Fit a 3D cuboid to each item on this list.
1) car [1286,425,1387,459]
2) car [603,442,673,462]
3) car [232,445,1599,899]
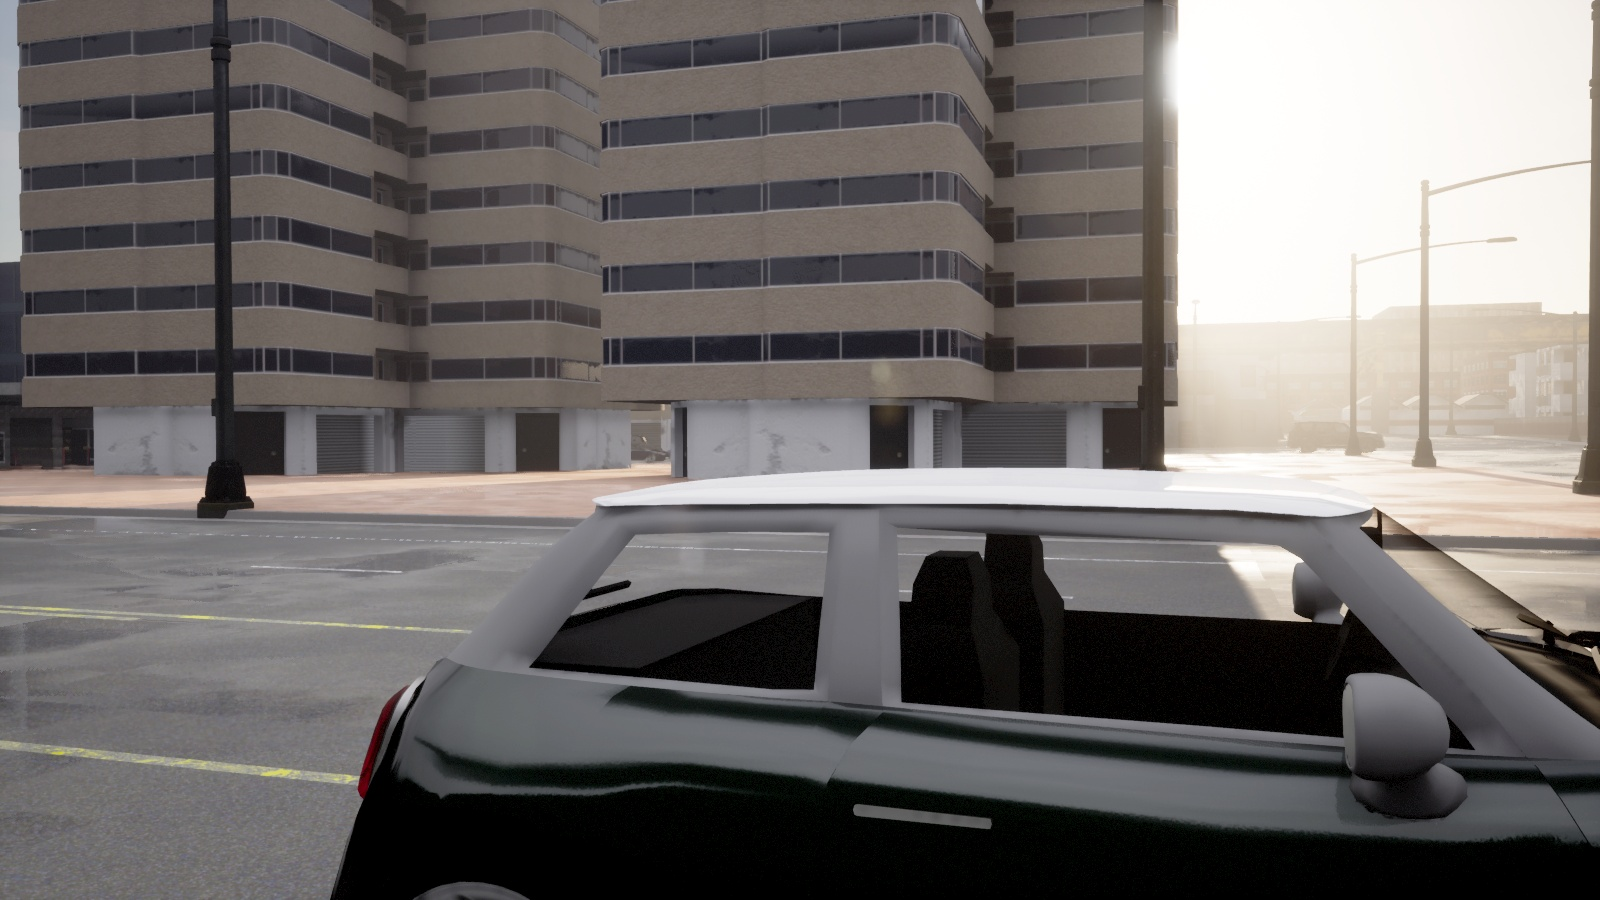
[{"bbox_3d":[32.983,-0.525,77.356,5.566,2.045,2.150,0,1,20],"label":"car"},{"bbox_3d":[-12.252,0.115,94.848,4.792,1.488,2.163,0,1,17],"label":"car"},{"bbox_3d":[0.941,0.749,2.925,3.806,1.475,1.970,1,1,19],"label":"car"}]
